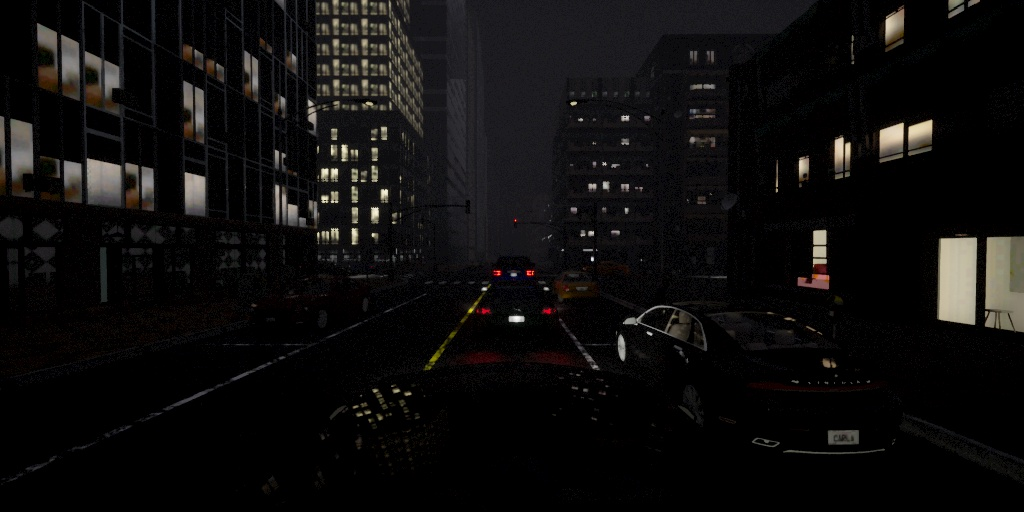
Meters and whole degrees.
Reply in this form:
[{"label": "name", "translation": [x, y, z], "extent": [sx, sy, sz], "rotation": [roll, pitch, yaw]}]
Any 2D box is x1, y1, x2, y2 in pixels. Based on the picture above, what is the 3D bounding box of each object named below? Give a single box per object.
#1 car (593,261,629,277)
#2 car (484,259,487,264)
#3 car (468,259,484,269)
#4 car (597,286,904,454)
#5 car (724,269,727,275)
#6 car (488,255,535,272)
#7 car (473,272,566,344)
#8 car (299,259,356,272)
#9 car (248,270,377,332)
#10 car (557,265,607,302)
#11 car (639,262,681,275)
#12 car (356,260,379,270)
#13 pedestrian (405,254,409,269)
[{"label": "car", "translation": [9.439, 1.287, 36.983], "extent": [5.008, 1.535, 1.882], "rotation": [0, 1, -2]}, {"label": "car", "translation": [-5.719, 1.304, 60.114], "extent": [1.948, 1.339, 4.313], "rotation": [0, 0, 0]}, {"label": "car", "translation": [-5.716, 1.264, 54.290], "extent": [1.751, 1.417, 4.829], "rotation": [0, 0, 0]}, {"label": "car", "translation": [2.816, 1.299, 5.220], "extent": [2.007, 1.370, 4.403], "rotation": [0, 0, 0]}, {"label": "car", "translation": [24.258, 1.495, 36.946], "extent": [4.181, 1.385, 1.994], "rotation": [0, 1, 1]}, {"label": "car", "translation": [0.085, 0.967, 19.451], "extent": [2.150, 2.045, 5.566], "rotation": [0, 0, 0]}, {"label": "car", "translation": [0.094, 1.312, 9.643], "extent": [1.994, 1.385, 4.181], "rotation": [0, 0, 0]}, {"label": "car", "translation": [-17.874, 1.154, 34.310], "extent": [4.674, 1.442, 1.812], "rotation": [1, 1, 2]}, {"label": "car", "translation": [-5.826, 1.292, 10.918], "extent": [1.888, 1.381, 4.507], "rotation": [0, 0, 0]}, {"label": "car", "translation": [2.811, 1.271, 16.678], "extent": [1.751, 1.417, 4.829], "rotation": [0, 0, 0]}, {"label": "car", "translation": [16.290, 1.373, 39.654], "extent": [4.403, 1.370, 2.007], "rotation": [0, 0, 1]}, {"label": "car", "translation": [-16.875, 1.131, 37.508], "extent": [5.357, 1.411, 2.033], "rotation": [0, 1, 1]}, {"label": "pedestrian", "translation": [-12.568, 0.670, 42.974], "extent": [0.375, 1.860, 0.375], "rotation": [0, 0, 1]}]
